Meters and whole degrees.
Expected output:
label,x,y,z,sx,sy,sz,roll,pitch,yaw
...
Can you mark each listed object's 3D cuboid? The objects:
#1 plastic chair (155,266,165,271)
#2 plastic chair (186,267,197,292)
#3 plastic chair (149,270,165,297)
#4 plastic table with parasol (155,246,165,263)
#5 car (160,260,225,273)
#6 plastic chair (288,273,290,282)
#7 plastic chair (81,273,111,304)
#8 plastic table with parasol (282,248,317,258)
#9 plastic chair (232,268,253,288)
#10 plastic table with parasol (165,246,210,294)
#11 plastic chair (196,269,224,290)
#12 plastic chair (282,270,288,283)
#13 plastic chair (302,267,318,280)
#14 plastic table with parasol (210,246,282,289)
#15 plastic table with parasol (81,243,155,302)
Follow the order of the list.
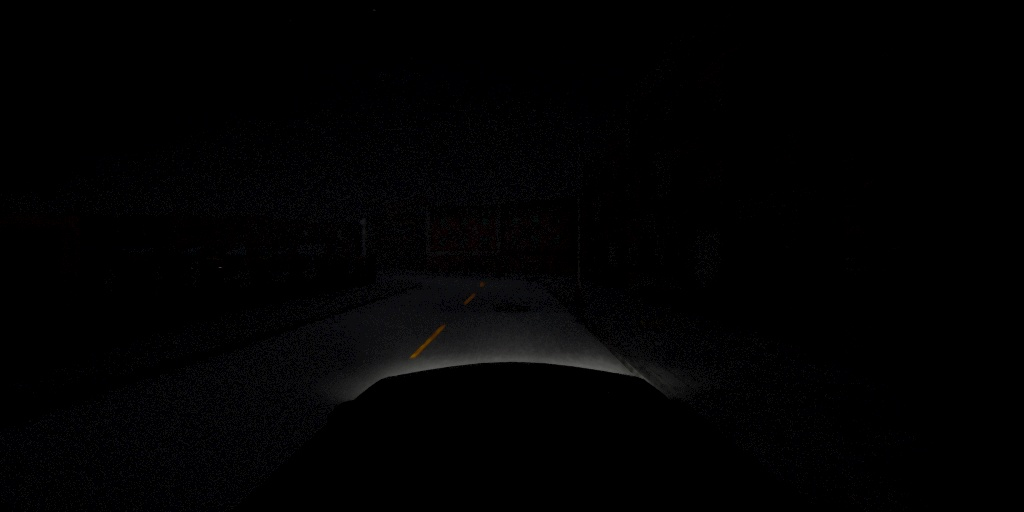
label,x,y,z,sx,sy,sz,roll,pitch,yaw
plastic chair,-17.897,1.317,18.617,0.730,1.272,0.750,0,0,-35
plastic chair,-16.190,1.337,18.517,0.750,1.272,0.730,0,0,-40
plastic chair,-14.679,1.339,14.480,0.730,1.272,0.750,0,0,-40
plastic table with parasol,-20.970,0.631,21.137,2.482,2.480,2.482,0,0,-38
car,-27.721,1.102,31.141,4.553,1.767,2.097,0,0,1
plastic chair,-13.357,1.340,20.678,0.750,1.272,0.730,0,0,0
plastic chair,-14.970,1.339,12.745,0.750,1.272,0.730,0,0,-40
plastic table with parasol,-13.272,0.736,21.920,2.482,2.480,2.482,0,0,0
plastic chair,-12.323,1.340,16.571,0.750,1.272,0.730,0,0,-40
plastic table with parasol,-16.922,0.704,19.518,2.482,2.480,2.482,0,0,-40
plastic chair,-14.030,1.340,16.670,0.730,1.272,0.750,0,0,-35
plastic chair,-12.033,1.340,18.306,0.730,1.272,0.750,0,0,-40
plastic chair,-12.019,1.340,21.820,0.730,1.272,0.750,0,0,0
plastic table with parasol,-13.055,0.736,17.570,2.482,2.480,2.482,0,0,-40
plastic table with parasol,-15.701,0.735,13.745,2.482,2.480,2.482,0,0,-40
